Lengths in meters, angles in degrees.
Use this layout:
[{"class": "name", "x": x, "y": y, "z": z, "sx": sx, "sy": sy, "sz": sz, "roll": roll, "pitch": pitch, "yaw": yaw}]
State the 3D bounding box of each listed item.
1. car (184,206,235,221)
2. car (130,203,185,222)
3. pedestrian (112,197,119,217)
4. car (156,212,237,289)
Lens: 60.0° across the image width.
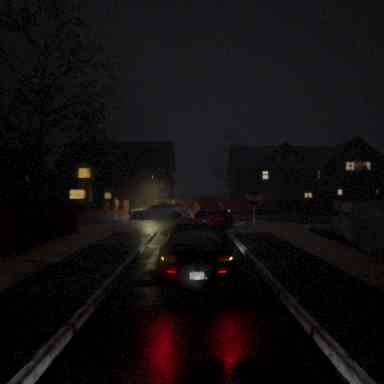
[{"class": "car", "x": 1.255, "y": 1.511, "z": 19.540, "sx": 1.994, "sy": 1.385, "sz": 4.181, "roll": 0, "pitch": 1, "yaw": 16}, {"class": "car", "x": -2.563, "y": 1.576, "z": 26.443, "sx": 4.674, "sy": 1.442, "sz": 1.812, "roll": -1, "pitch": -1, "yaw": 1}, {"class": "pedestrian", "x": -6.721, "y": 1.297, "z": 29.417, "sx": 0.375, "sy": 1.860, "sz": 0.375, "roll": 0, "pitch": -1, "yaw": 1}, {"class": "car", "x": 0.102, "y": 1.507, "z": 8.969, "sx": 1.812, "sy": 1.442, "sz": 4.674, "roll": 0, "pitch": 0, "yaw": 0}]
